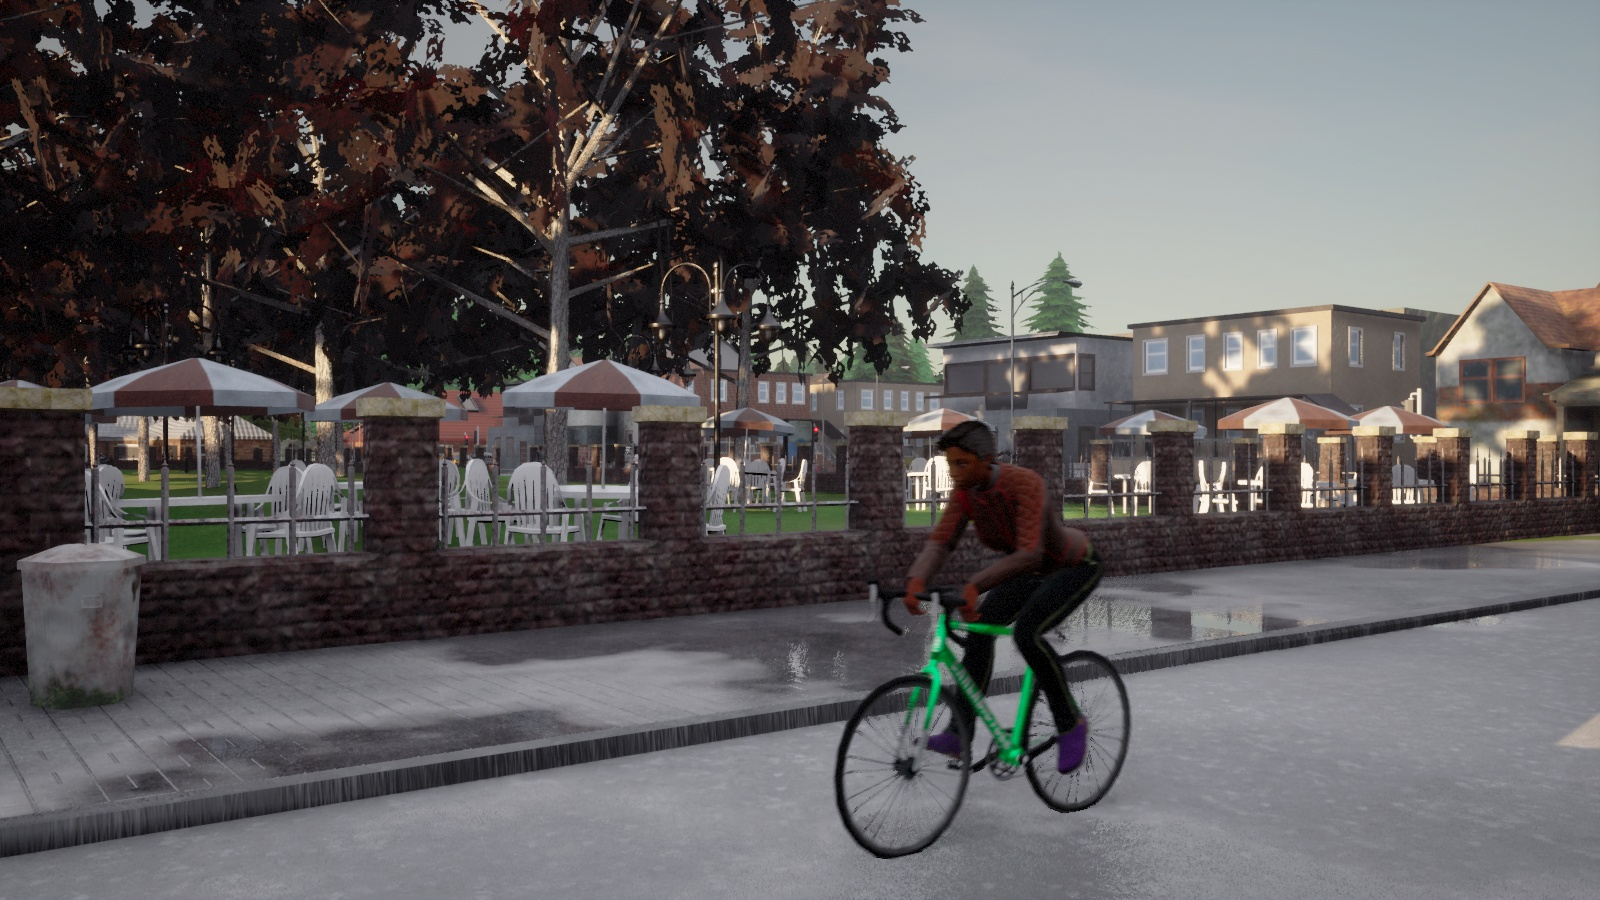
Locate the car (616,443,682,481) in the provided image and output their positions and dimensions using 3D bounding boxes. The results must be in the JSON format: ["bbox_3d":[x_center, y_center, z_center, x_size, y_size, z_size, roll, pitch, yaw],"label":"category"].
[{"bbox_3d":[-8.512,0.654,70.112,2.150,2.045,5.566,0,0,-23],"label":"car"}]

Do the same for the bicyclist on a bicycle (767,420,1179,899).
[{"bbox_3d":[0.718,0.708,4.900,1.656,1.620,0.582,0,0,-37],"label":"bicyclist on a bicycle"}]

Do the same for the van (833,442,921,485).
[{"bbox_3d":[3.654,0.638,60.519,1.775,1.987,4.442,0,0,-37],"label":"van"}]

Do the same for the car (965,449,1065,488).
[{"bbox_3d":[9.083,0.754,53.352,1.851,1.617,3.988,0,0,-37],"label":"car"}]
